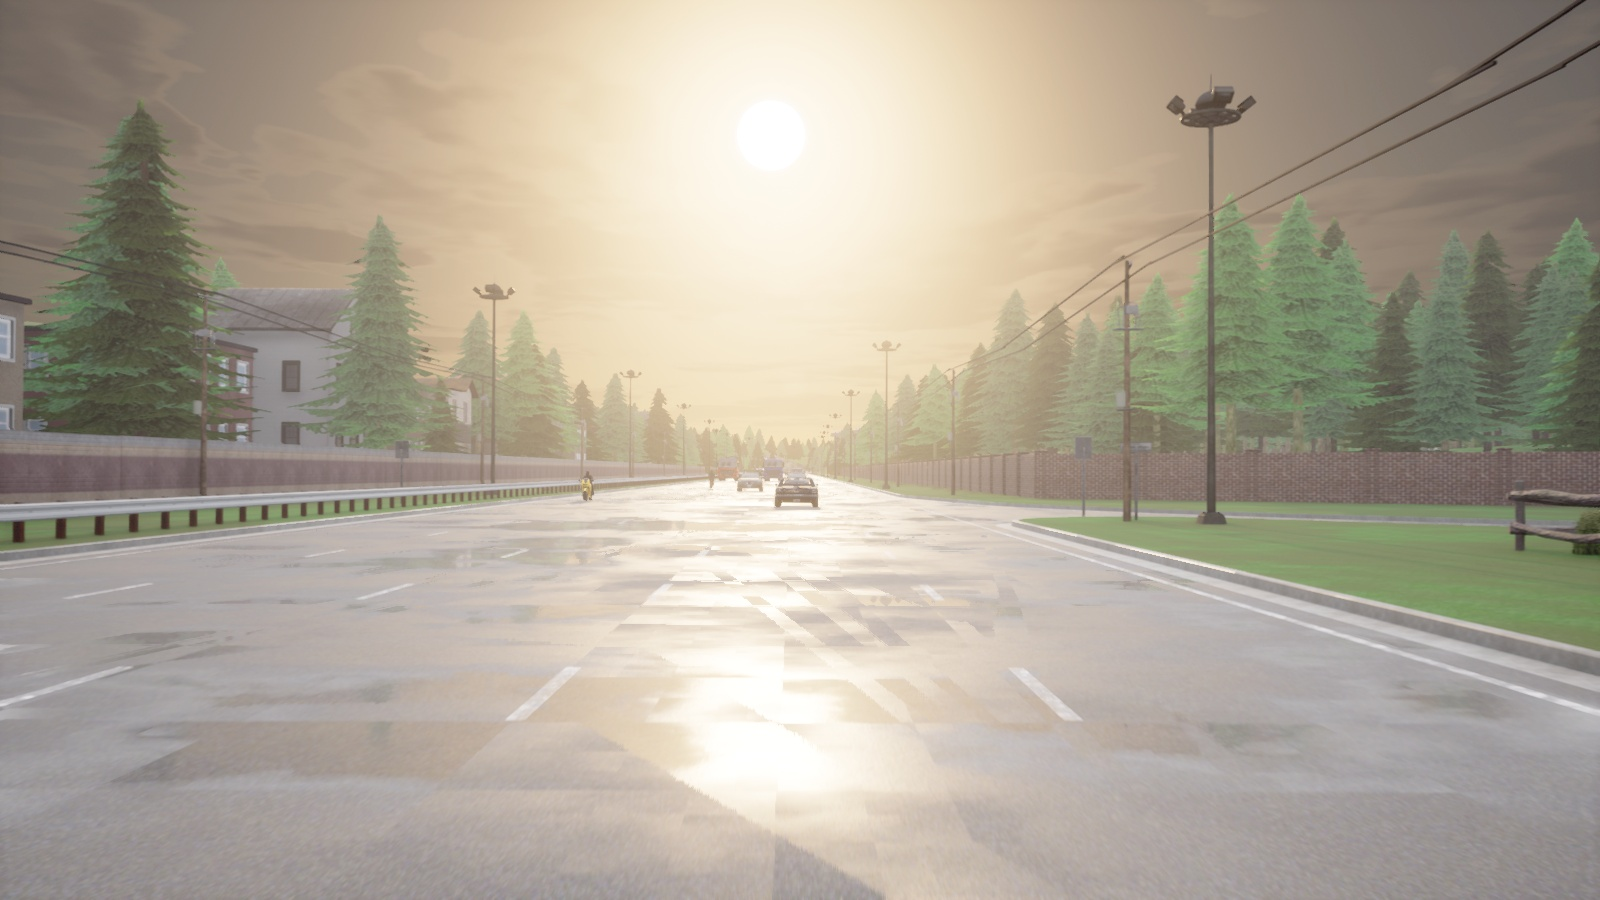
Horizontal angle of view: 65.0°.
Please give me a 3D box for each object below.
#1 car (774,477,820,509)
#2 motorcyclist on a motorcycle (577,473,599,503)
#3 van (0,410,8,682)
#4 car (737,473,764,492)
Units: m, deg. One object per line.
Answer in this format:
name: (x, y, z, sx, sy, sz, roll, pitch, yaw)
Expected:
car: (-0.130, 1.827, 54.575, 1.895, 1.301, 4.718, 0, -1, 0)
motorcyclist on a motorcycle: (-10.651, 1.896, 63.103, 0.797, 1.523, 2.044, 0, -1, 0)
van: (-7.019, 0.687, 7.241, 2.069, 2.038, 4.480, 0, -1, 0)
car: (-3.728, 2.448, 95.135, 1.812, 1.442, 4.674, 0, -1, 0)
